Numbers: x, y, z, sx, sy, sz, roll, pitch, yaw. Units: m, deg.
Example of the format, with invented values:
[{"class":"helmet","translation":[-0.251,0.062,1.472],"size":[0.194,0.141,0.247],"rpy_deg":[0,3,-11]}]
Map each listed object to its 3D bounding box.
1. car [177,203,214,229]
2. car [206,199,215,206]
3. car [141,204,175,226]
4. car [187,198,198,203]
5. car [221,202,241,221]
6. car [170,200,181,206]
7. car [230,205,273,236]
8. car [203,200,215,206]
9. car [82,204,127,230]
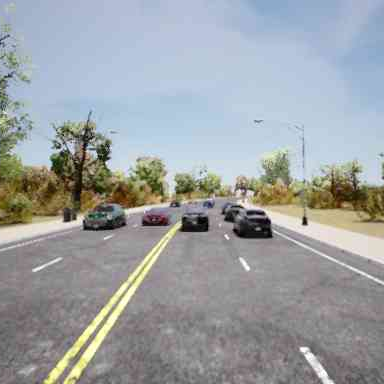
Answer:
[{"class":"car","translation":[0.314,1.792,23.963],"size":[2.128,1.511,4.902],"rpy_deg":[0,-1,3]},{"class":"car","translation":[4.190,2.375,74.834],"size":[1.994,1.385,4.181],"rpy_deg":[0,-1,6]},{"class":"car","translation":[-2.753,1.895,26.574],"size":[1.994,1.385,4.181],"rpy_deg":[0,-1,2]},{"class":"car","translation":[0.130,1.851,67.256],"size":[1.882,1.535,5.008],"rpy_deg":[0,-1,6]},{"class":"car","translation":[4.023,1.883,31.052],"size":[1.837,1.490,4.892],"rpy_deg":[0,-1,3]},{"class":"car","translation":[-3.231,2.297,66.251],"size":[1.837,1.490,4.892],"rpy_deg":[0,-1,6]},{"class":"car","translation":[3.595,1.758,20.137],"size":[1.837,1.490,4.892],"rpy_deg":[0,-1,2]},{"class":"car","translation":[2.896,2.217,61.007],"size":[1.812,1.442,4.674],"rpy_deg":[0,0,5]},{"class":"car","translation":[-6.114,1.650,23.660],"size":[2.097,1.767,4.553],"rpy_deg":[0,-1,2]}]
